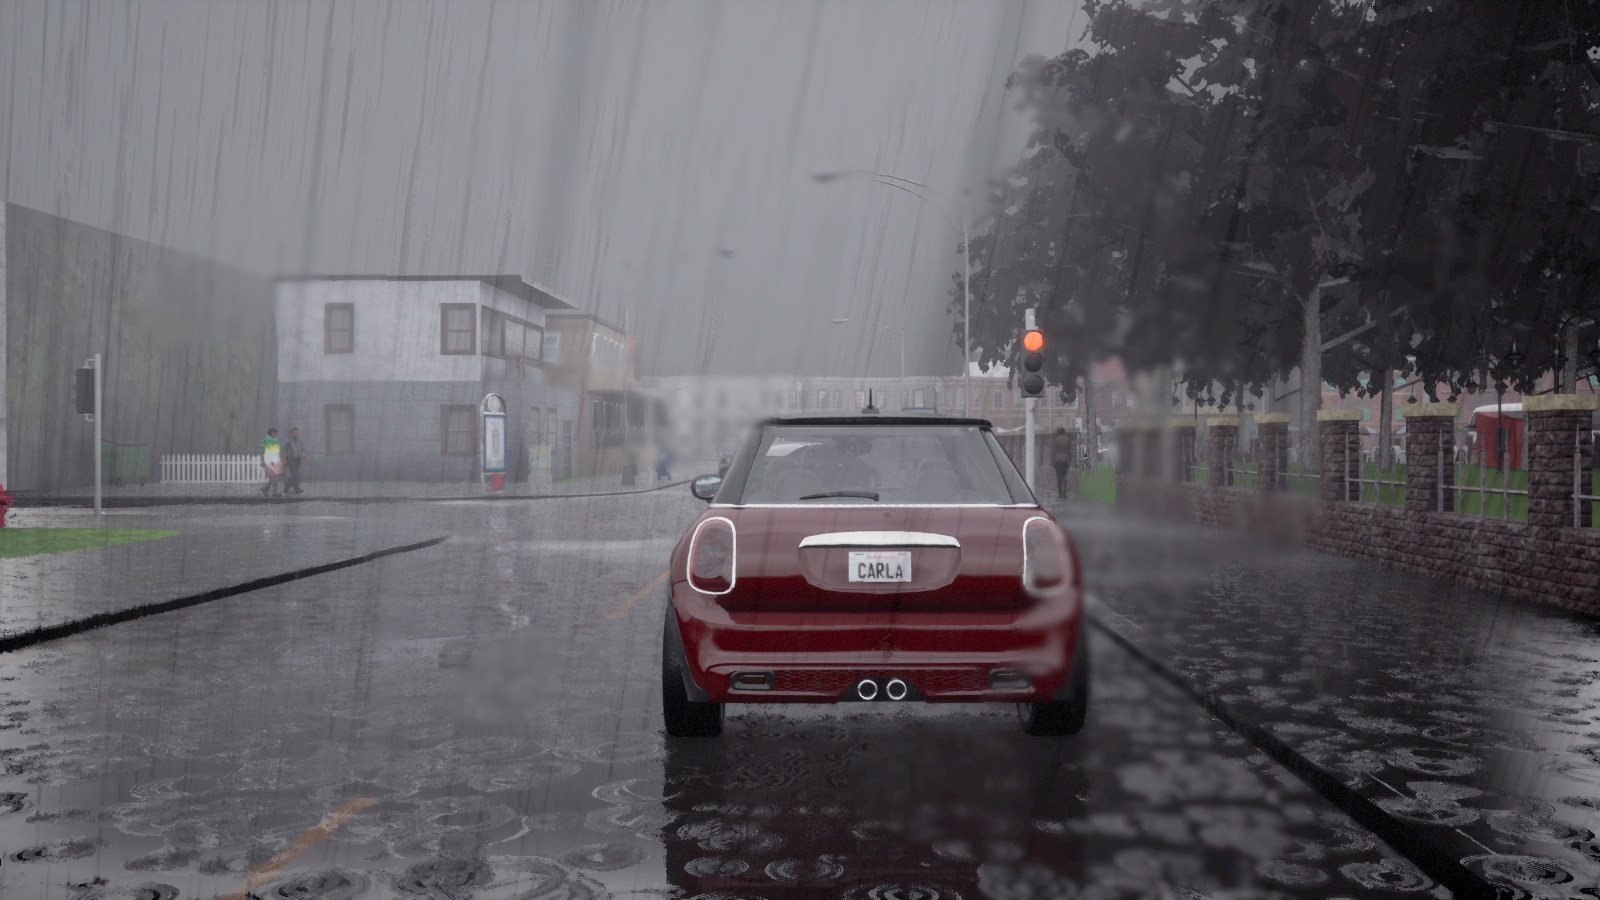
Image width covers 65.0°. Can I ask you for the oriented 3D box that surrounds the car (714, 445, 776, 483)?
[{"bbox_3d":[-2.120,0.509,50.148,2.033,1.411,5.357,0,0,2],"label":"car"}]

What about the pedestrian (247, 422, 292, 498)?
[{"bbox_3d":[-13.952,0.258,33.049,0.873,1.952,0.659,0,0,14],"label":"pedestrian"}]

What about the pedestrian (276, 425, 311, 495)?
[{"bbox_3d":[-13.561,0.256,33.606,0.694,1.848,0.540,0,0,29],"label":"pedestrian"}]

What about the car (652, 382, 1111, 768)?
[{"bbox_3d":[0.361,0.560,8.016,2.097,1.767,4.553,0,0,0],"label":"car"}]

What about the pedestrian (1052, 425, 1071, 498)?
[{"bbox_3d":[6.544,0.284,31.491,0.328,1.805,0.869,0,0,3],"label":"pedestrian"}]
